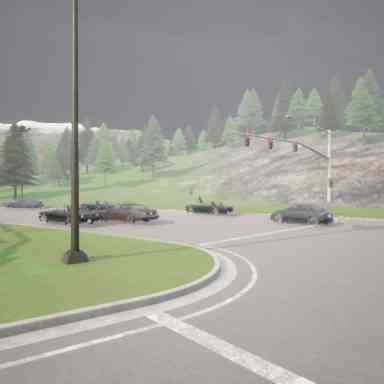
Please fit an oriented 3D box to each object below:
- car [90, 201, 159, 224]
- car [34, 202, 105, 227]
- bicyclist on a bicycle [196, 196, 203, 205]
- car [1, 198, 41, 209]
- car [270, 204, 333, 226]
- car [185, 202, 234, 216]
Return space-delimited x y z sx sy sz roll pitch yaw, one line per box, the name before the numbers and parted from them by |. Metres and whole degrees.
car | -4.902 1.547 24.749 5.357 1.411 2.033 0 0 36
car | -8.560 1.601 23.039 4.718 1.301 1.895 0 0 34
bicyclist on a bicycle | 0.929 1.302 38.432 0.582 1.620 1.656 0 0 34
car | -22.537 1.547 44.220 5.357 1.411 2.033 0 0 11
car | 7.677 1.563 23.480 1.994 1.385 4.181 0 0 -45
car | 1.658 1.600 32.913 4.718 1.301 1.895 0 0 36
